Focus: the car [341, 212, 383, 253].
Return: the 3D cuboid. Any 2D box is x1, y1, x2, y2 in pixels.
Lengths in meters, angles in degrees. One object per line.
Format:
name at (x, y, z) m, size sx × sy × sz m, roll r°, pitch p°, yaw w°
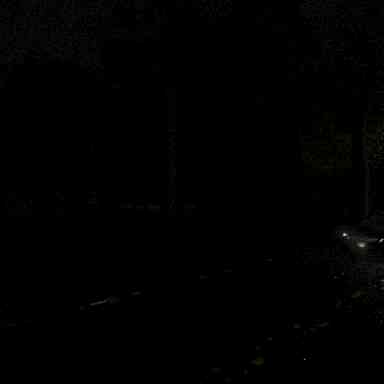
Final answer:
car at (7.511, 1.514, 12.764) m, size 4.674 × 1.442 × 1.812 m, roll 0°, pitch 0°, yaw -40°
